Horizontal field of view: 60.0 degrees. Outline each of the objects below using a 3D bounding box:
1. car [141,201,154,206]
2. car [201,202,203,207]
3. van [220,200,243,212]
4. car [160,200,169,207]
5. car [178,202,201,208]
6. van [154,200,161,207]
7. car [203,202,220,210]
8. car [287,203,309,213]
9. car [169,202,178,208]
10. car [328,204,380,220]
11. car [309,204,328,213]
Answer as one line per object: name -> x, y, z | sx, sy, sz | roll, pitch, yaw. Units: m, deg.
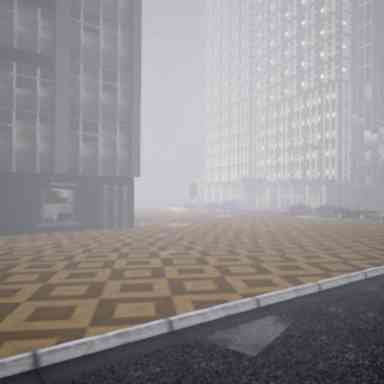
car -> -12.207, 3.288, 93.570 | 1.887, 1.381, 4.507 | 0, -1, -25
car -> 2.431, 3.077, 81.711 | 1.802, 1.307, 4.206 | -1, -1, -25
van -> 6.503, 2.204, 52.658 | 1.690, 1.788, 3.998 | 0, -1, -25
car -> -5.190, 2.952, 78.227 | 1.887, 1.381, 4.507 | 0, -1, -25
car -> -0.512, 2.737, 67.998 | 2.008, 1.369, 4.403 | 0, -1, -25
van -> -7.532, 2.860, 83.344 | 1.690, 1.788, 3.998 | 0, -1, -25
car -> 4.615, 2.579, 63.283 | 1.882, 1.535, 5.008 | 1, -2, -25
car -> 16.466, 2.410, 51.023 | 1.947, 1.339, 4.313 | 0, -1, -25
car -> -2.781, 2.818, 72.959 | 1.752, 1.417, 4.829 | 0, -1, -25
car -> 15.863, 1.994, 32.195 | 2.008, 1.369, 4.403 | 0, -1, -25
car -> 18.805, 2.305, 45.909 | 1.947, 1.339, 4.313 | 0, -1, -25
